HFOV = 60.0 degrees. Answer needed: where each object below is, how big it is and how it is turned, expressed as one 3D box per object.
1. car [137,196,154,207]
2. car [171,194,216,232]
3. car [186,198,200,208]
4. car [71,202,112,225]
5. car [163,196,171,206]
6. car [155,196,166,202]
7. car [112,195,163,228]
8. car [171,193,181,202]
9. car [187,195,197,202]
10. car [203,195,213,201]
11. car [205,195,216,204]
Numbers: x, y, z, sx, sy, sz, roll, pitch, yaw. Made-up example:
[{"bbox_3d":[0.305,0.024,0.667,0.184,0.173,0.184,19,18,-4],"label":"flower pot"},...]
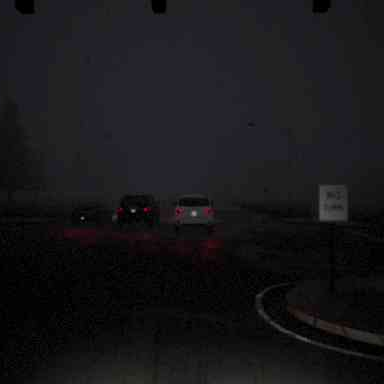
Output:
[{"bbox_3d":[-6.889,1.383,49.875,1.882,1.535,5.008,0,0,0],"label":"car"},{"bbox_3d":[0.103,1.184,19.984,2.150,2.045,5.566,0,0,0],"label":"car"},{"bbox_3d":[0.108,1.513,46.821,1.895,1.301,4.718,0,0,0],"label":"car"},{"bbox_3d":[-6.895,1.447,23.396,2.128,1.511,4.902,0,0,0],"label":"car"},{"bbox_3d":[-3.391,1.472,48.863,1.994,1.385,4.181,0,0,0],"label":"car"},{"bbox_3d":[-6.984,1.456,73.755,1.895,1.301,4.718,0,0,0],"label":"car"},{"bbox_3d":[-3.395,1.180,21.890,2.150,2.045,5.566,0,0,0],"label":"car"},{"bbox_3d":[-3.484,1.216,74.111,2.097,1.767,4.553,0,0,0],"label":"car"},{"bbox_3d":[0.016,1.387,73.724,2.128,1.511,4.902,0,0,0],"label":"car"},{"bbox_3d":[3.516,1.310,73.726,2.033,1.411,5.357,0,0,0],"label":"car"},{"bbox_3d":[3.513,1.386,63.306,1.837,1.490,4.892,0,0,0],"label":"car"}]
